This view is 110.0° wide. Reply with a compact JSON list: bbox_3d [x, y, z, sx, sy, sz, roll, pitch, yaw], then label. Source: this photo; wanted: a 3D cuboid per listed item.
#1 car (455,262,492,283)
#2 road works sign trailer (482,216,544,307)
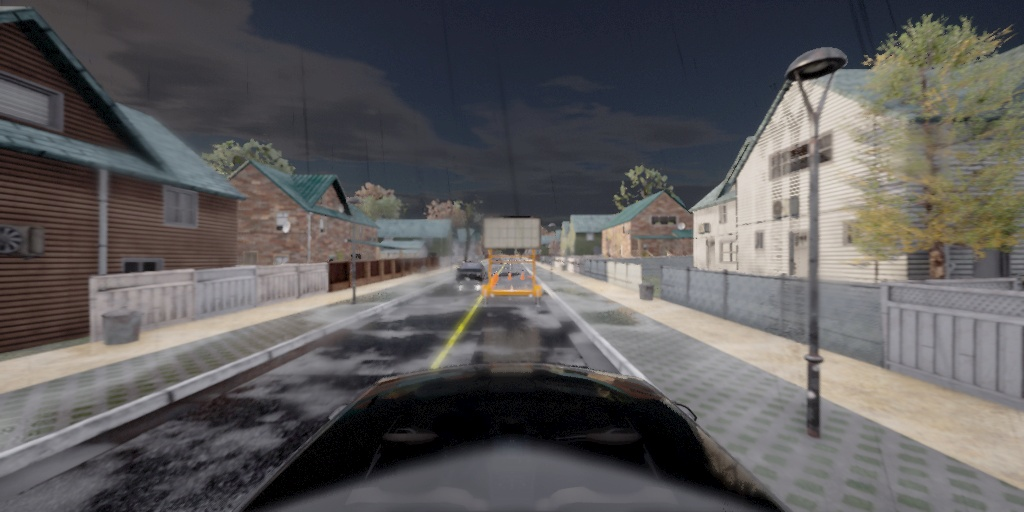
[{"bbox_3d":[-2.849,1.134,25.993,2.033,1.411,5.357,0,0,0],"label":"car"},{"bbox_3d":[0.000,0.126,14.924,2.380,3.560,2.880,0,0,0],"label":"road works sign trailer"}]
